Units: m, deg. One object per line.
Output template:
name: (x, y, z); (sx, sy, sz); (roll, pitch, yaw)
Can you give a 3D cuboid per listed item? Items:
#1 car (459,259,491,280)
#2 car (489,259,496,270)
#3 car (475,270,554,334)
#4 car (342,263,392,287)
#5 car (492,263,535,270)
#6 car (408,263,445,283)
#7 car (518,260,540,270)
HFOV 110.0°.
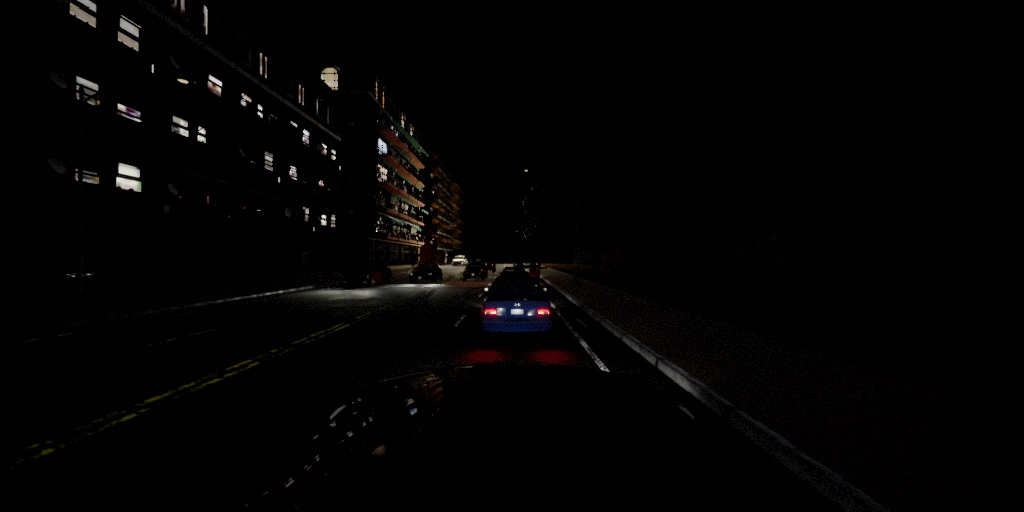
car: (-3.114, 1.279, 31.010); (1.812, 1.442, 4.674); (0, 0, 0)
car: (-3.095, 1.106, 44.803); (2.097, 1.767, 4.553); (0, 0, 0)
car: (0.112, 1.299, 10.565); (2.033, 1.411, 5.357); (0, 0, 0)
car: (-9.821, 1.231, 24.640); (1.882, 1.535, 5.008); (0, 0, 0)
car: (0.118, 1.317, 20.898); (1.994, 1.385, 4.181); (0, 0, 1)
car: (-6.567, 1.279, 27.823); (1.812, 1.442, 4.674); (0, 0, 0)
car: (1.173, 1.105, 29.833); (2.097, 1.767, 4.553); (0, 0, 0)
